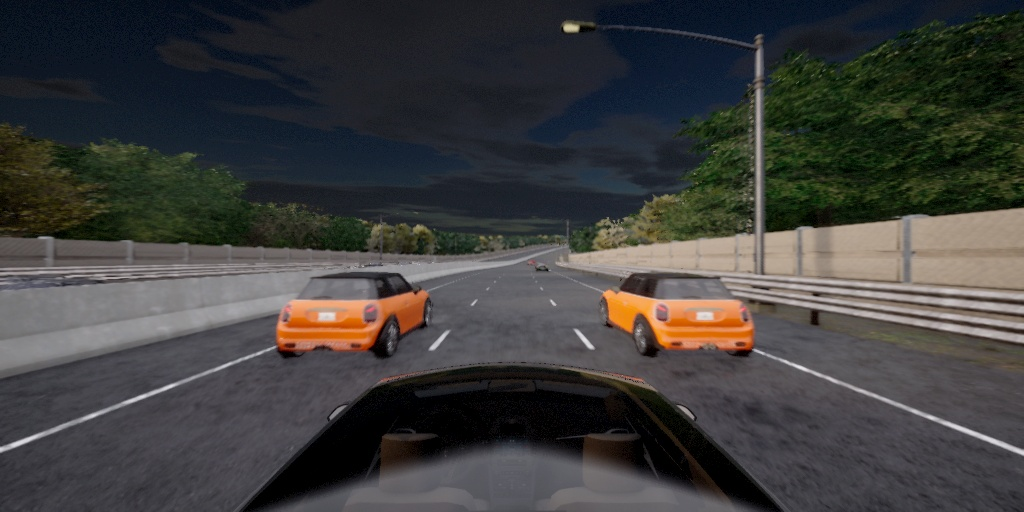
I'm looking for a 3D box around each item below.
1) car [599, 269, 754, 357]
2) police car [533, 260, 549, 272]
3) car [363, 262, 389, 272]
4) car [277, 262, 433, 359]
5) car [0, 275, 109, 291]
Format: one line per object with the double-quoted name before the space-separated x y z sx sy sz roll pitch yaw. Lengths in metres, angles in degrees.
"car" 3.628 1.147 8.850 2.097 1.767 4.553 0 0 0
"police car" 4.751 1.716 56.805 2.038 1.542 4.974 0 -1 3
"car" -19.979 1.631 52.758 1.994 1.385 4.181 0 -1 3
"car" -3.373 1.130 8.680 2.097 1.767 4.553 0 0 0
"car" -14.062 1.365 10.756 1.895 1.301 4.718 0 0 0
